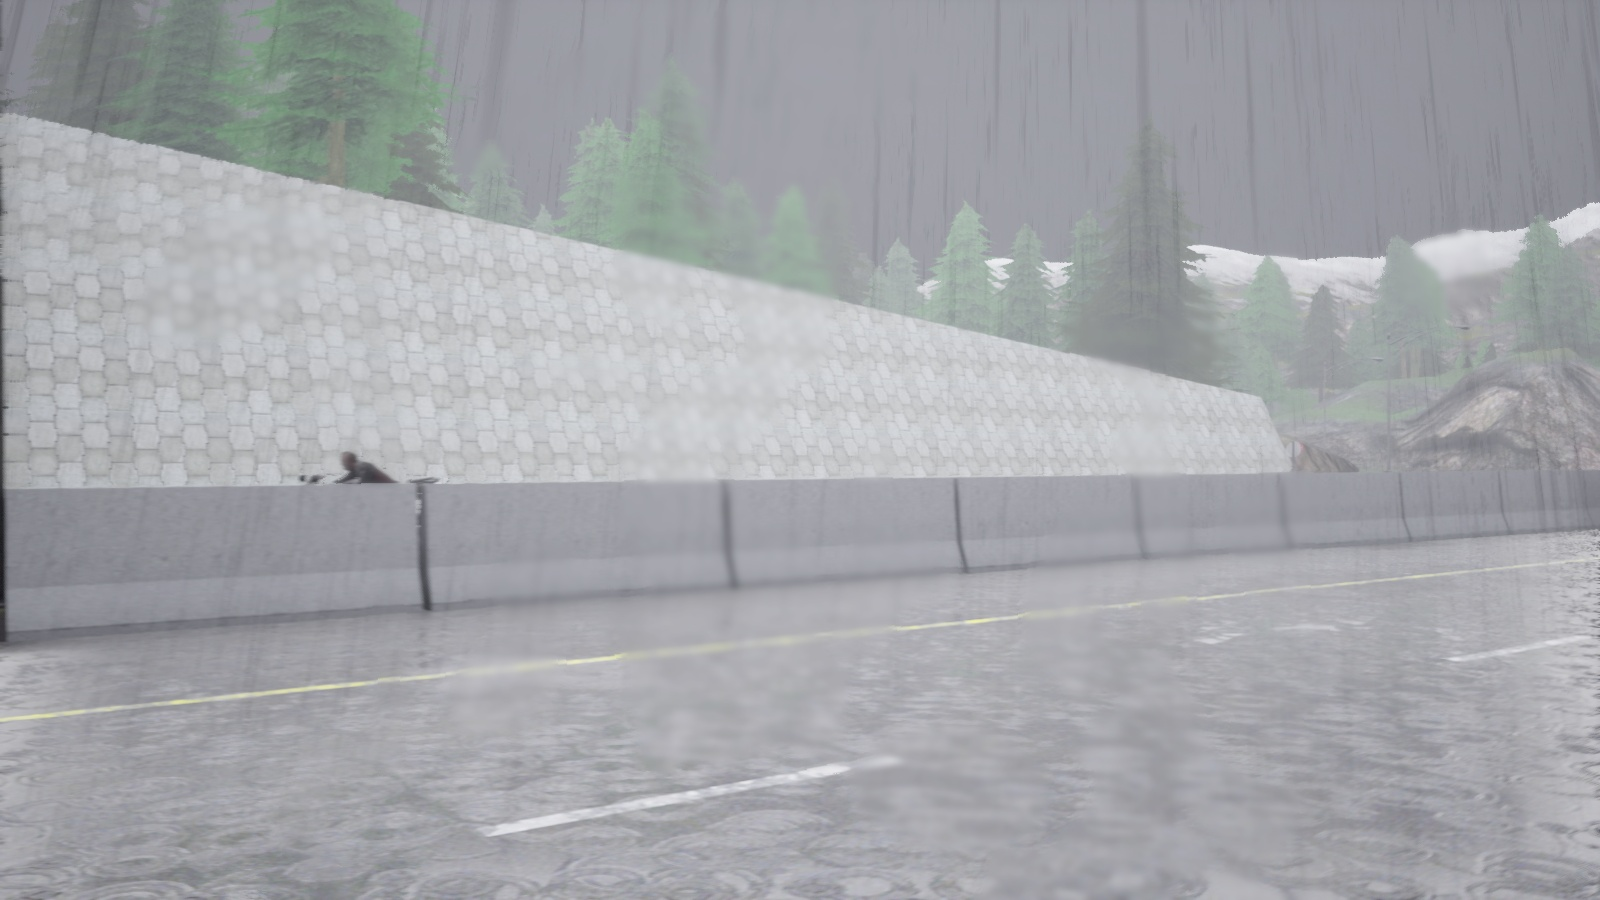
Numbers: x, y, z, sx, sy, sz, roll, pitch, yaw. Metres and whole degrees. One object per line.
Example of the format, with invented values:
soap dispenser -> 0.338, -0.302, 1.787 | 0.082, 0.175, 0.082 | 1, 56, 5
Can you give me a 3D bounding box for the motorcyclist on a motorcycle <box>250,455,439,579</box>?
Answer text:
motorcyclist on a motorcycle -> -5.981, 0.833, 16.553 | 2.191, 1.530, 0.866 | 0, 0, -35
